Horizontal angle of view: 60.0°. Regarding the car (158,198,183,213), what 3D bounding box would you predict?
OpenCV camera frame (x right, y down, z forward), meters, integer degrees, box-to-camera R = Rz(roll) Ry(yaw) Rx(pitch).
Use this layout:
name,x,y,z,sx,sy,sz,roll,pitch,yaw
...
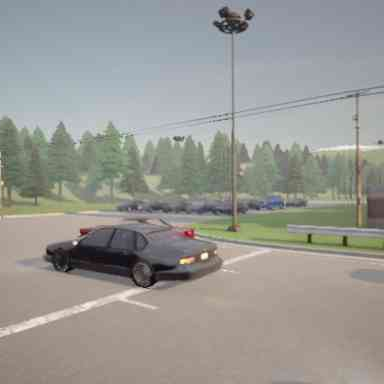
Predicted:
name,x,y,z,sx,sy,sz,roll,pitch,yaw
car,-1.605,1.750,39.014,1.994,1.385,4.181,-1,0,36

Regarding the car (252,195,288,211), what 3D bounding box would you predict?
name,x,y,z,sx,sy,sz,roll,pitch,yaw
car,10.083,1.358,43.215,2.150,2.045,5.566,-1,0,36

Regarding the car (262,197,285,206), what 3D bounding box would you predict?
name,x,y,z,sx,sy,sz,roll,pitch,yaw
car,15.222,1.682,61.825,2.128,1.511,4.902,-1,0,39

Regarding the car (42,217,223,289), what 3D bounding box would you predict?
name,x,y,z,sx,sy,sz,roll,pitch,yaw
car,-1.833,1.600,9.307,5.357,1.411,2.033,0,0,32

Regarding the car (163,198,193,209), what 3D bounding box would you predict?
name,x,y,z,sx,sy,sz,roll,pitch,yaw
car,-2.068,1.745,50.281,1.837,1.490,4.892,-1,0,36

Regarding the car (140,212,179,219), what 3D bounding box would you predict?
name,x,y,z,sx,sy,sz,roll,pitch,yaw
car,-2.382,1.676,13.574,4.718,1.301,1.895,0,0,27

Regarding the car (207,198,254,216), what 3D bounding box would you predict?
name,x,y,z,sx,sy,sz,roll,pitch,yaw
car,4.106,1.681,34.968,2.033,1.411,5.357,-1,0,36

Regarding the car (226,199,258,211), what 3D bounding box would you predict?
name,x,y,z,sx,sy,sz,roll,pitch,yaw
car,6.742,1.709,44.565,2.033,1.411,5.357,-1,0,36

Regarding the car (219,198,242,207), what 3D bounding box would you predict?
name,x,y,z,sx,sy,sz,roll,pitch,yaw
car,6.458,1.780,56.027,1.994,1.385,4.181,-1,0,37

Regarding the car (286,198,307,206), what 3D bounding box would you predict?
name,x,y,z,sx,sy,sz,roll,pitch,yaw
car,19.228,1.764,61.085,1.895,1.301,4.718,-1,0,42

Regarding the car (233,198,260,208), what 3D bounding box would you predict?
name,x,y,z,sx,sy,sz,roll,pitch,yaw
car,8.803,1.737,53.328,2.033,1.411,5.357,-1,0,36

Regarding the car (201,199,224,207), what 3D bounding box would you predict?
name,x,y,z,sx,sy,sz,roll,pitch,yaw
car,3.625,1.843,58.051,1.895,1.301,4.718,-1,0,36

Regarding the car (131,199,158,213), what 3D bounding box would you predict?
name,x,y,z,sx,sy,sz,roll,pitch,yaw
car,-4.671,1.704,40.748,2.128,1.511,4.902,-1,0,36

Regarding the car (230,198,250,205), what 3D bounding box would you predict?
name,x,y,z,sx,sy,sz,roll,pitch,yaw
car,9.587,1.844,66.043,1.895,1.301,4.718,-1,0,37

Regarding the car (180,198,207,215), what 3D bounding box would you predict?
name,x,y,z,sx,sy,sz,roll,pitch,yaw
car,1.127,1.686,36.797,1.812,1.442,4.674,-1,0,36

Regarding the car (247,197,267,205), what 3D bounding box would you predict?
name,x,y,z,sx,sy,sz,roll,pitch,yaw
car,12.642,1.694,64.246,1.882,1.535,5.008,-1,0,37

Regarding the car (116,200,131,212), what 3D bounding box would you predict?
name,x,y,z,sx,sy,sz,roll,pitch,yaw
car,-7.581,1.743,42.696,1.837,1.490,4.892,-1,0,36

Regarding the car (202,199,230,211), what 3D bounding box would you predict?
name,x,y,z,sx,sy,sz,roll,pitch,yaw
car,3.332,1.752,45.816,1.994,1.385,4.181,-1,0,36

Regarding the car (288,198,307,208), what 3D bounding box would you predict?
name,x,y,z,sx,sy,sz,roll,pitch,yaw
car,16.179,1.685,51.532,2.033,1.411,5.357,-1,0,37
